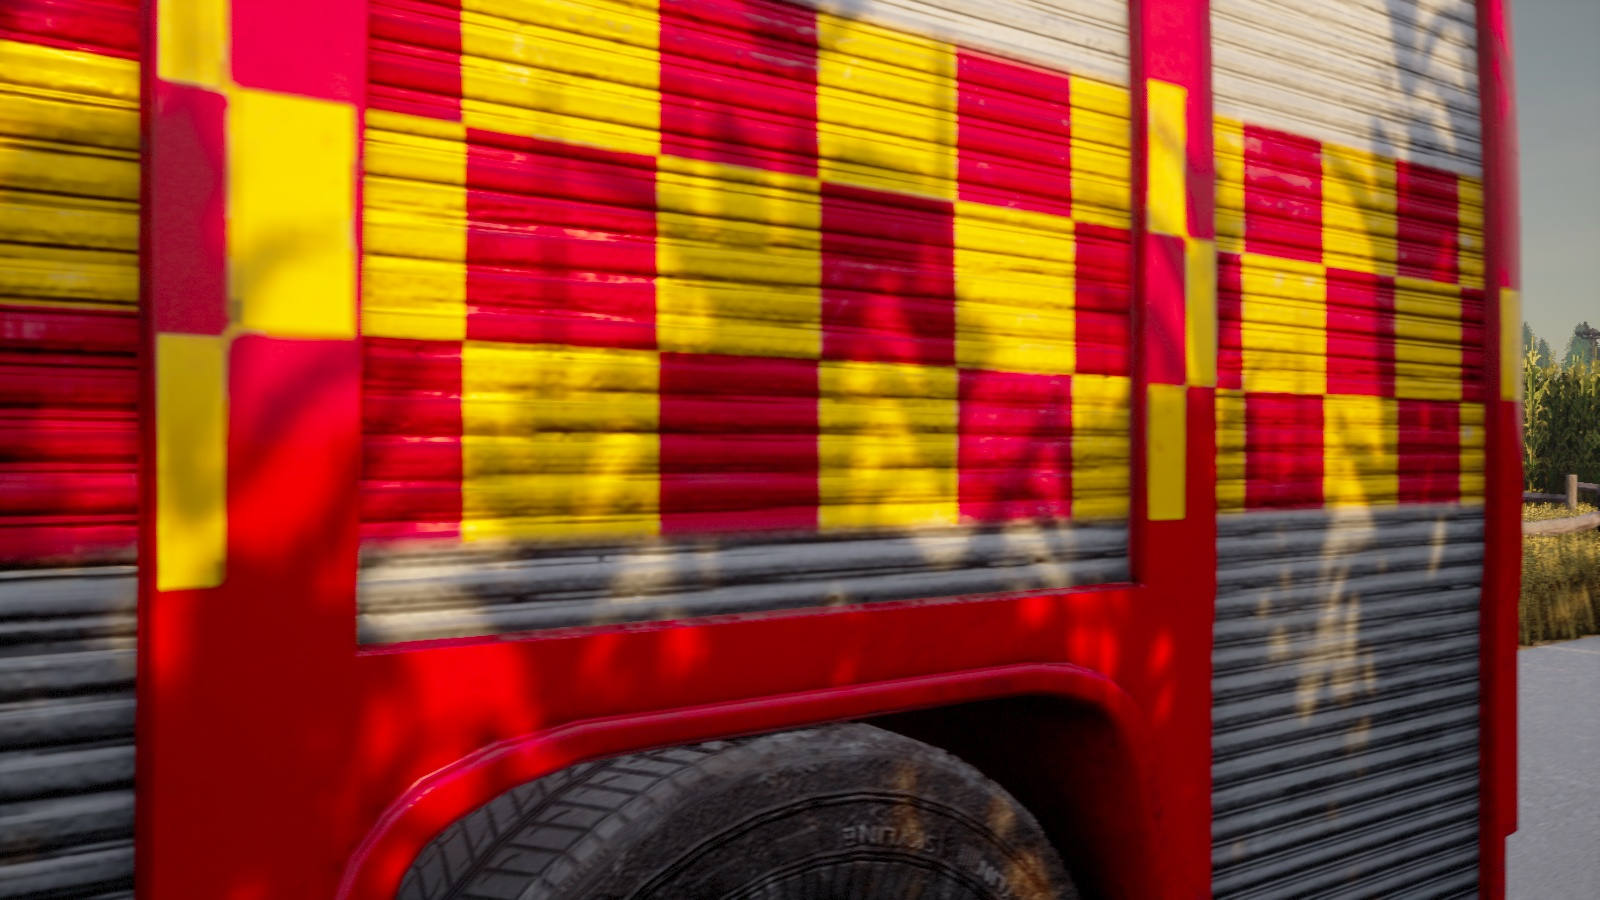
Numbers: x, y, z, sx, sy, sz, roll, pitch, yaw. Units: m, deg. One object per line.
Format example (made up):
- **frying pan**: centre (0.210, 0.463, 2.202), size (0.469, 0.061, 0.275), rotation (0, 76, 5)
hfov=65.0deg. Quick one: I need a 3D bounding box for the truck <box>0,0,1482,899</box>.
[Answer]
- **truck**: centre (-3.071, -0.410, 1.039), size (8.468, 3.827, 2.891), rotation (0, 0, -35)
